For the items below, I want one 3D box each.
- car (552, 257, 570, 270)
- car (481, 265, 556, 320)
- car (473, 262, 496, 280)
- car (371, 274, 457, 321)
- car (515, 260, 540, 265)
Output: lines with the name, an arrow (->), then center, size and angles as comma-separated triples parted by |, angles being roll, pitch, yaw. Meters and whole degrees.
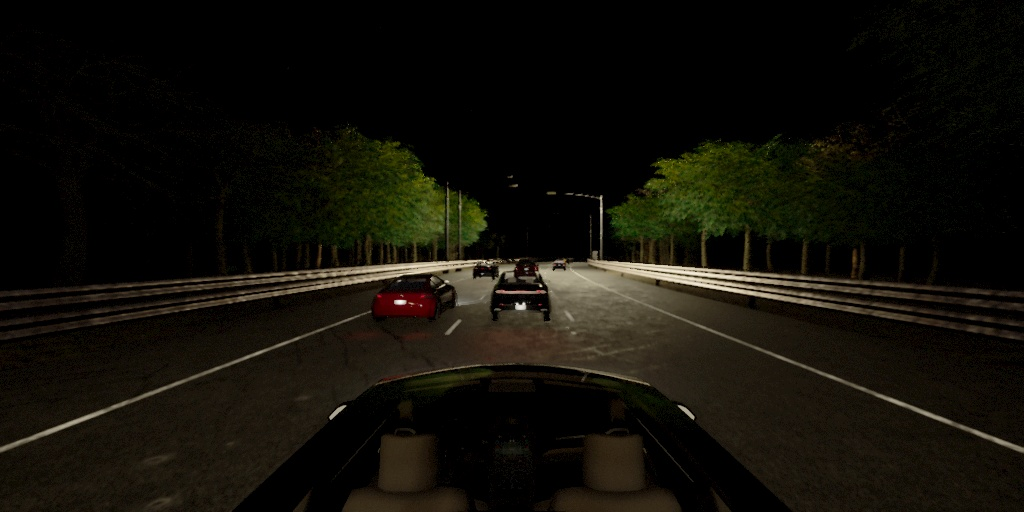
car -> 6.744, 1.283, 51.096 | 2.033, 1.411, 5.357 | 0, 0, 7
car -> 0.314, 1.240, 12.568 | 2.128, 1.511, 4.902 | 0, 0, 2
car -> -2.194, 1.231, 31.347 | 2.128, 1.511, 4.902 | 0, 0, 4
car -> -3.187, 1.309, 12.410 | 1.994, 1.385, 4.181 | 0, 0, 2
car -> 1.325, 1.096, 31.401 | 2.097, 1.767, 4.553 | 0, 0, 4
